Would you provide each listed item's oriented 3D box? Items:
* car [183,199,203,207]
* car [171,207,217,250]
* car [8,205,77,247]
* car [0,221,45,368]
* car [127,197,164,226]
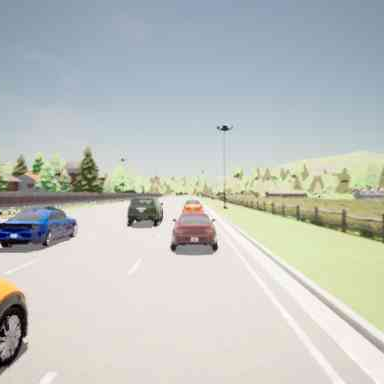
[{"bbox_3d":[0.089,1.549,34.416,2.097,1.767,4.553,0,0,0],"label":"car"},{"bbox_3d":[0.095,1.610,14.667,1.812,1.442,4.674,0,0,0],"label":"car"},{"bbox_3d":[-6.904,1.567,15.406,1.882,1.535,5.008,0,0,0],"label":"car"},{"bbox_3d":[-3.400,1.369,2.954,2.097,1.767,4.553,0,0,0],"label":"car"},{"bbox_3d":[-3.407,1.367,25.001,2.150,2.045,5.566,0,0,0],"label":"car"}]
